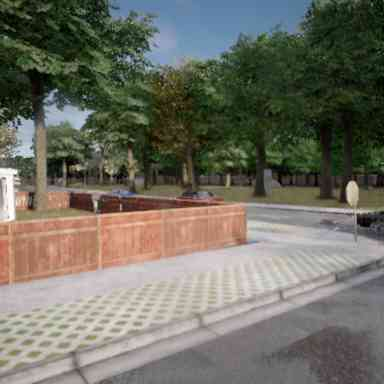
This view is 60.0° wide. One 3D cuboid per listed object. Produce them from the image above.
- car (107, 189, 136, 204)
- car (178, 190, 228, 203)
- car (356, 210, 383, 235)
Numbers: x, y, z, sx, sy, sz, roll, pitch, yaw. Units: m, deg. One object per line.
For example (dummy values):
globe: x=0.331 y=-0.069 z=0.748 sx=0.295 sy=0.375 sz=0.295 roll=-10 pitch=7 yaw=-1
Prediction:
car: x=-7.900 y=0.419 z=37.103 sx=1.882 sy=1.535 sz=5.008 roll=-4 pitch=4 yaw=-36
car: x=0.757 y=0.634 z=25.263 sx=2.097 sy=1.767 sz=4.553 roll=-4 pitch=3 yaw=-36
car: x=9.391 y=1.149 z=13.499 sx=1.895 sy=1.301 sz=4.718 roll=-3 pitch=2 yaw=-36
